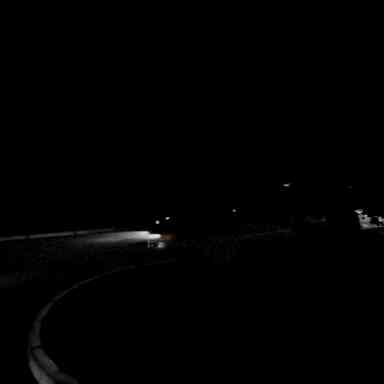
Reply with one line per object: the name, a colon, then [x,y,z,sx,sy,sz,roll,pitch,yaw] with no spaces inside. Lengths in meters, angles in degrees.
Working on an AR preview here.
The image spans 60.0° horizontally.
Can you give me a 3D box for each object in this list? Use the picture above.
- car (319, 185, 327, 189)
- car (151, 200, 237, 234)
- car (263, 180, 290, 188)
car: [19.095,-0.856,44.079,2.128,1.511,4.902,-1,3,-28]
car: [0.125,1.117,16.166,4.181,1.385,1.994,-3,1,-31]
car: [13.596,-1.277,53.585,1.895,1.301,4.718,-1,3,-30]
